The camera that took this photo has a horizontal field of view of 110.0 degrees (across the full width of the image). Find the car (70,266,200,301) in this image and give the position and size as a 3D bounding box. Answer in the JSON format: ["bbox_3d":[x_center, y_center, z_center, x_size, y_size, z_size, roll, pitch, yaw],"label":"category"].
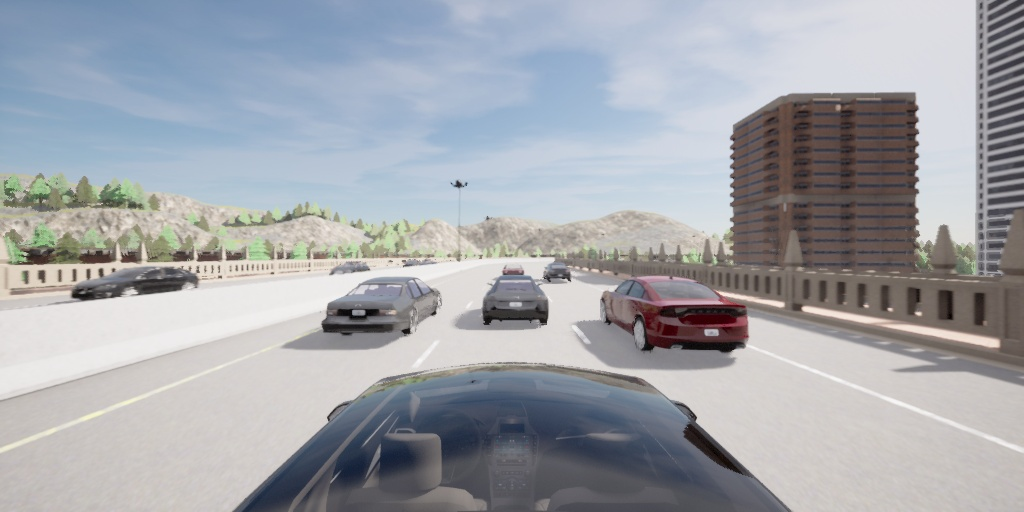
[{"bbox_3d":[-17.590,1.257,17.109,1.837,1.490,4.892,0,0,0],"label":"car"}]

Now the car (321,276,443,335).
[{"bbox_3d":[-3.396,1.299,10.446,2.033,1.411,5.357,0,0,0],"label":"car"}]

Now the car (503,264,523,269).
[{"bbox_3d":[0.112,1.356,31.820,1.895,1.301,4.718,0,0,0],"label":"car"}]

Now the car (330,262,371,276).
[{"bbox_3d":[-14.073,1.246,31.431,2.128,1.511,4.902,0,0,0],"label":"car"}]

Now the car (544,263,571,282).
[{"bbox_3d":[3.611,1.280,29.034,1.812,1.442,4.674,0,0,0],"label":"car"}]

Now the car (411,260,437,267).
[{"bbox_3d":[-10.537,1.249,44.889,2.128,1.511,4.902,0,0,0],"label":"car"}]

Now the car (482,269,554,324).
[{"bbox_3d":[0.106,1.316,11.973,1.994,1.385,4.181,0,0,0],"label":"car"}]

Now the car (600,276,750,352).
[{"bbox_3d":[3.603,1.229,8.945,1.882,1.535,5.008,0,0,0],"label":"car"}]
